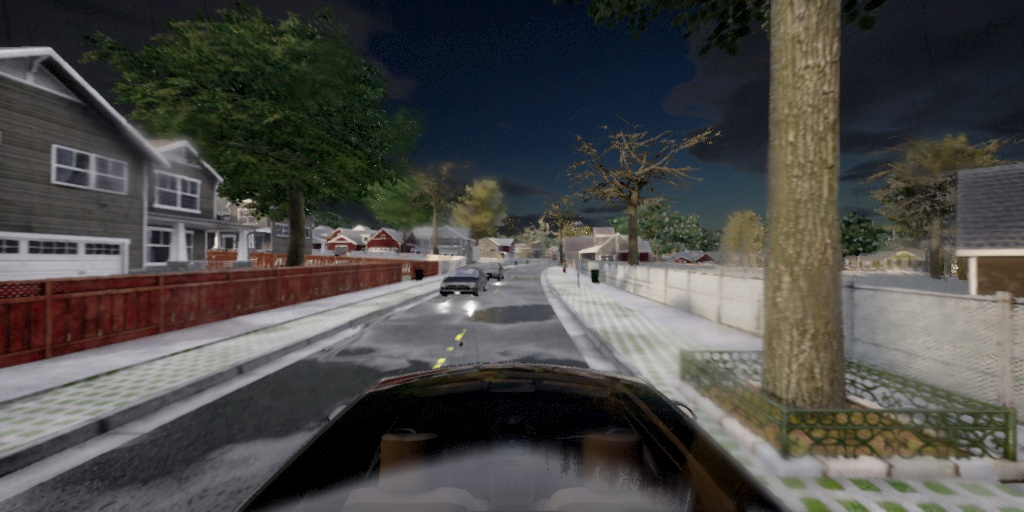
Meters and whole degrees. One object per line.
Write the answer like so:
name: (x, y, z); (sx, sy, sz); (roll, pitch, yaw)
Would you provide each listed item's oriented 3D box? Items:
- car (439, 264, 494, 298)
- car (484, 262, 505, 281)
car: (-2.374, 1.312, 19.020); (2.033, 1.411, 5.357); (0, 0, 3)
car: (-1.707, 1.291, 30.659); (1.837, 1.490, 4.892); (0, 1, 4)
